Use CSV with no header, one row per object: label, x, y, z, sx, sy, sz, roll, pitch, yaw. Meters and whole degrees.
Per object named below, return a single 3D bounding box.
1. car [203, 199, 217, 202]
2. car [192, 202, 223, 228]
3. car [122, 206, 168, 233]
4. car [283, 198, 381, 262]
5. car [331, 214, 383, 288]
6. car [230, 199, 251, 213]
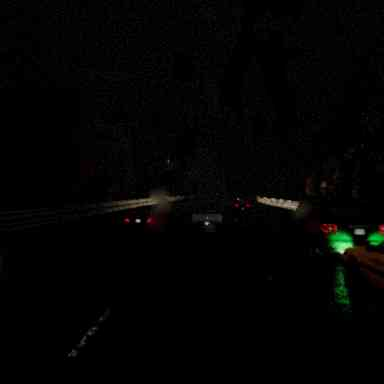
car,2.267,1.549,40.090,1.812,1.442,4.674,0,0,4
car,1.039,1.608,22.237,1.895,1.301,4.718,0,0,3
car,-2.620,1.537,19.533,2.033,1.411,5.357,0,0,3
car,4.975,1.248,12.319,2.150,2.045,5.566,0,0,3
car,4.739,1.477,6.559,1.801,1.575,5.366,0,0,2
car,5.450,1.562,36.777,1.812,1.442,4.674,0,0,5
